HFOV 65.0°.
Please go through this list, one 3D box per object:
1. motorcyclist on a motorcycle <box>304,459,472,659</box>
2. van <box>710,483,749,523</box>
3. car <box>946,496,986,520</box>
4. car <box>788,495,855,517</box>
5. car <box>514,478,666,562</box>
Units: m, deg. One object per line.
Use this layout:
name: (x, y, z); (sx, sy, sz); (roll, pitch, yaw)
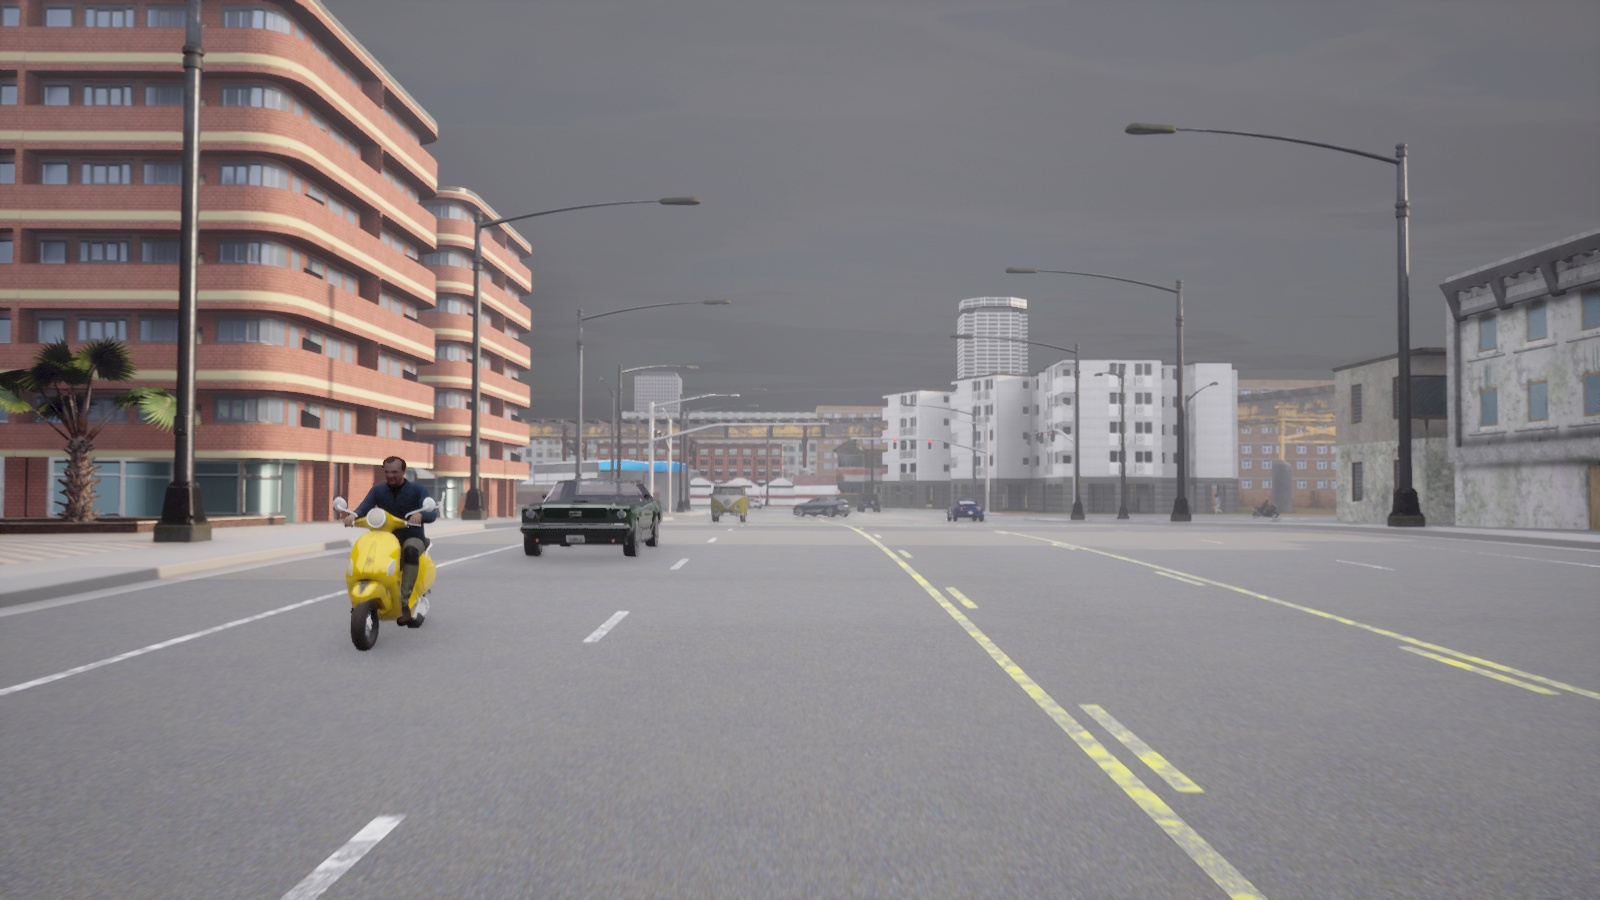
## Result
motorcyclist on a motorcycle: (-3.526, 0.872, 10.926); (0.866, 1.590, 1.817); (0, 0, 0)
van: (-3.668, 2.784, 65.699); (1.775, 1.987, 4.442); (0, -3, 0)
car: (10.307, 3.622, 78.195); (1.812, 1.442, 4.674); (0, -3, 0)
car: (1.638, 4.257, 95.459); (4.856, 1.649, 2.033); (-2, -3, 38)
car: (-3.559, 1.161, 22.130); (1.895, 1.301, 4.718); (0, -1, 0)
